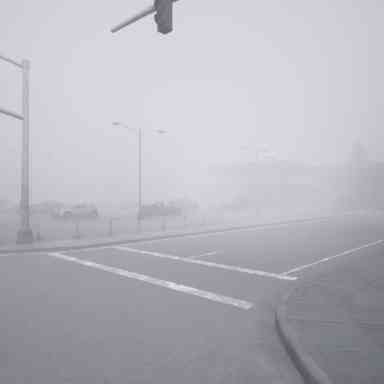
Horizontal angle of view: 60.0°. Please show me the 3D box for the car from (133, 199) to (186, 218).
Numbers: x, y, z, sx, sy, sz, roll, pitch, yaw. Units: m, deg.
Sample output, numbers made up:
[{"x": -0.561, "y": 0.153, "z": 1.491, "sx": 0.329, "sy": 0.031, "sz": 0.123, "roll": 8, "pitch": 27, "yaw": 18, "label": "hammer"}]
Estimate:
[{"x": -3.108, "y": 1.784, "z": 32.880, "sx": 2.007, "sy": 1.523, "sz": 4.514, "roll": -1, "pitch": -1, "yaw": 44, "label": "car"}]

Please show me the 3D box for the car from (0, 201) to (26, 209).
[{"x": -33.037, "y": 2.391, "z": 61.455, "sx": 1.970, "sy": 1.475, "sz": 3.806, "roll": -1, "pitch": -1, "yaw": 44, "label": "car"}]

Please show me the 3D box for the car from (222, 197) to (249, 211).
[{"x": 6.680, "y": 1.720, "z": 48.283, "sx": 1.905, "sy": 1.878, "sz": 3.866, "roll": -1, "pitch": -1, "yaw": 44, "label": "car"}]

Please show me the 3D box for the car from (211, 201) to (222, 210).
[{"x": 4.714, "y": 2.050, "z": 51.028, "sx": 1.970, "sy": 1.475, "sz": 3.806, "roll": -1, "pitch": -1, "yaw": 44, "label": "car"}]

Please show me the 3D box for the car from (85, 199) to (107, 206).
[{"x": -22.260, "y": 2.500, "z": 76.922, "sx": 2.007, "sy": 1.523, "sz": 4.514, "roll": -1, "pitch": -1, "yaw": 44, "label": "car"}]

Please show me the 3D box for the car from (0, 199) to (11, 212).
[{"x": -24.686, "y": 1.805, "z": 43.465, "sx": 1.905, "sy": 1.878, "sz": 3.866, "roll": -1, "pitch": -1, "yaw": 44, "label": "car"}]

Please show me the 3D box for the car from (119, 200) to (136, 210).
[{"x": -9.615, "y": 2.095, "z": 54.065, "sx": 2.007, "sy": 1.523, "sz": 4.514, "roll": -1, "pitch": -1, "yaw": 44, "label": "car"}]

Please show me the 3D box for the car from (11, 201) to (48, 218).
[{"x": -15.481, "y": 1.720, "z": 34.578, "sx": 2.152, "sy": 1.636, "sz": 5.027, "roll": -1, "pitch": -1, "yaw": 44, "label": "car"}]

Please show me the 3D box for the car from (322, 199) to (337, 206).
[{"x": 30.691, "y": 2.329, "z": 72.358, "sx": 4.611, "sy": 1.667, "sz": 2.242, "roll": -1, "pitch": -1, "yaw": 44, "label": "car"}]

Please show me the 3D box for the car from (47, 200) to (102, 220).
[{"x": -10.639, "y": 1.720, "z": 30.353, "sx": 1.970, "sy": 1.475, "sz": 3.806, "roll": -1, "pitch": -1, "yaw": 44, "label": "car"}]

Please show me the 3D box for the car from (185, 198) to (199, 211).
[{"x": -1.149, "y": 1.733, "z": 44.905, "sx": 1.932, "sy": 1.855, "sz": 4.605, "roll": -1, "pitch": -1, "yaw": 44, "label": "car"}]

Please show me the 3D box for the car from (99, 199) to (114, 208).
[{"x": -16.775, "y": 2.243, "z": 61.035, "sx": 1.845, "sy": 1.501, "sz": 3.633, "roll": -1, "pitch": -1, "yaw": 44, "label": "car"}]
